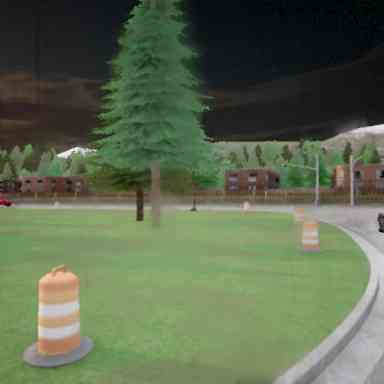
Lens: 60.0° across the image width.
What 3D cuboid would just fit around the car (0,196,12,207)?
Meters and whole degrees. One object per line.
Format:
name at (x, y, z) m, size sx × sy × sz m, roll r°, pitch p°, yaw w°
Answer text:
car at (-36.199, 1.813, 61.825) m, size 5.566 × 2.045 × 2.150 m, roll -1°, pitch 0°, yaw 20°

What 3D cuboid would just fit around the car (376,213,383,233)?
car at (10.610, 1.454, 16.464) m, size 1.837 × 1.490 × 4.892 m, roll -1°, pitch 0°, yaw 16°
